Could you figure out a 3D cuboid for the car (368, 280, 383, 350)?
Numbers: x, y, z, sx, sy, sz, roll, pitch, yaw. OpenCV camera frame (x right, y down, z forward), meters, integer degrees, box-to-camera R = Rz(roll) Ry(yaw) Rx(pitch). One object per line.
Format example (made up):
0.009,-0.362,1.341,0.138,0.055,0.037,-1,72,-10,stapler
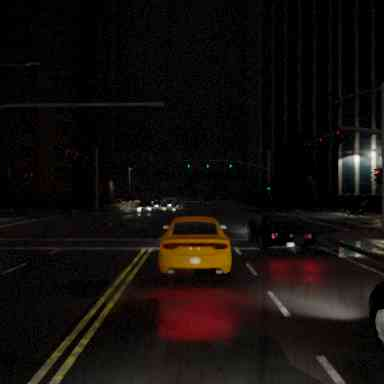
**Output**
3.601,1.511,3.148,1.837,1.490,4.892,0,0,0,car

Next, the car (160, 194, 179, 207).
-3.564,1.313,54.983,2.150,2.045,5.566,0,0,0,car

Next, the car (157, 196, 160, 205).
-7.029,1.454,61.216,2.097,1.767,4.553,0,0,1,car

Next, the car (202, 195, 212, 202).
3.511,1.555,75.551,1.837,1.490,4.892,0,0,0,car

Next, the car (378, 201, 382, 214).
20.851,1.545,31.426,4.902,1.511,2.128,0,0,-1,car

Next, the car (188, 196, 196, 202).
0.011,1.494,76.092,1.994,1.385,4.181,0,0,0,car

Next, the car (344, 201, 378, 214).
18.926,1.607,34.904,5.357,1.411,2.033,0,0,-1,car

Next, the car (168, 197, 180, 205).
-3.499,1.671,64.342,1.994,1.385,4.181,0,0,0,car

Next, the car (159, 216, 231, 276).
0.083,1.495,10.395,1.882,1.535,5.008,0,0,0,car

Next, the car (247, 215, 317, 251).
3.594,1.625,14.287,1.895,1.301,4.718,0,0,0,car

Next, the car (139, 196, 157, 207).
-7.079,1.591,52.029,1.837,1.490,4.892,0,0,0,car
